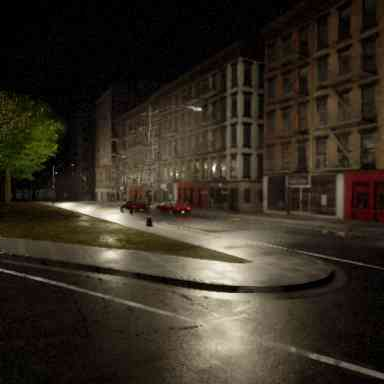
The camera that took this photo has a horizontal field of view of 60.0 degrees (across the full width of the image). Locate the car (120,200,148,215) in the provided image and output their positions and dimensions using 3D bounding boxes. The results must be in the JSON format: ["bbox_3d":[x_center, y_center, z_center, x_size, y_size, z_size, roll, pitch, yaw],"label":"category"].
[{"bbox_3d":[-6.006,1.571,34.368,1.812,1.442,4.674,0,0,-29],"label":"car"}]

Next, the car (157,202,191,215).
[{"bbox_3d":[-1.949,1.638,33.773,1.895,1.301,4.718,0,0,-29],"label":"car"}]
